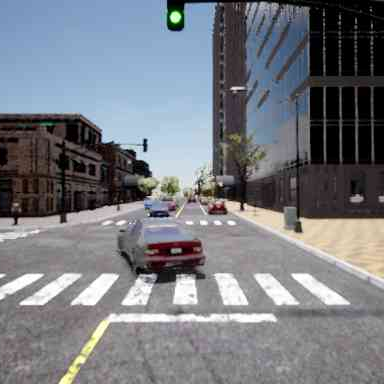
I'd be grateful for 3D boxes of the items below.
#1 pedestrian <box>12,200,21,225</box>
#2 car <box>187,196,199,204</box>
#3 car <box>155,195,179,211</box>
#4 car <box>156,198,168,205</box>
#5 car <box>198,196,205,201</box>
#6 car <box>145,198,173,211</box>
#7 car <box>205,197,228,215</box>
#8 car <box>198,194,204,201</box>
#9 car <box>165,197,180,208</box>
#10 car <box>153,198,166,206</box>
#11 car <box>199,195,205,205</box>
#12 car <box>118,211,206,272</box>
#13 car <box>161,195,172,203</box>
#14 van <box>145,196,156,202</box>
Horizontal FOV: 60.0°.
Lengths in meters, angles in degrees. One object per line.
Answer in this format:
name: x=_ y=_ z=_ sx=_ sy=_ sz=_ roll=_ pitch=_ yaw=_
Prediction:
pedestrian: x=-12.546 y=1.432 z=23.651 sx=0.375 sy=1.860 sz=0.375 roll=0 pitch=-1 yaw=1
car: x=-0.008 y=1.589 z=73.170 sx=2.097 sy=1.767 sz=4.553 roll=0 pitch=0 yaw=0
car: x=-3.099 y=1.487 z=42.541 sx=2.097 sy=1.767 sz=4.553 roll=0 pitch=0 yaw=0
car: x=-5.686 y=1.768 z=63.344 sx=1.947 sy=1.339 sz=4.313 roll=1 pitch=0 yaw=0
car: x=2.691 y=1.817 z=91.176 sx=1.752 sy=1.417 sz=4.829 roll=1 pitch=0 yaw=0
car: x=-3.127 y=1.651 z=32.643 sx=2.033 sy=1.411 sz=5.357 roll=0 pitch=0 yaw=-3
car: x=2.699 y=1.553 z=35.658 sx=1.967 sy=1.590 sz=4.097 roll=1 pitch=0 yaw=0
car: x=2.694 y=1.746 z=69.037 sx=1.752 sy=1.417 sz=4.829 roll=1 pitch=0 yaw=0
car: x=-3.072 y=1.660 z=52.918 sx=2.128 sy=1.511 sz=4.902 roll=0 pitch=0 yaw=0
car: x=-5.686 y=1.766 z=57.809 sx=1.802 sy=1.307 sz=4.206 roll=1 pitch=0 yaw=0
car: x=2.695 y=1.728 z=63.503 sx=1.752 sy=1.417 sz=4.829 roll=1 pitch=0 yaw=0
car: x=-1.254 y=1.582 z=11.030 sx=2.033 sy=1.411 sz=5.357 roll=0 pitch=0 yaw=-20
car: x=-5.684 y=1.552 z=74.413 sx=2.192 sy=1.841 sz=5.009 roll=1 pitch=0 yaw=0
van: x=-5.681 y=1.490 z=46.741 sx=1.690 sy=1.788 sz=3.998 roll=1 pitch=0 yaw=0
